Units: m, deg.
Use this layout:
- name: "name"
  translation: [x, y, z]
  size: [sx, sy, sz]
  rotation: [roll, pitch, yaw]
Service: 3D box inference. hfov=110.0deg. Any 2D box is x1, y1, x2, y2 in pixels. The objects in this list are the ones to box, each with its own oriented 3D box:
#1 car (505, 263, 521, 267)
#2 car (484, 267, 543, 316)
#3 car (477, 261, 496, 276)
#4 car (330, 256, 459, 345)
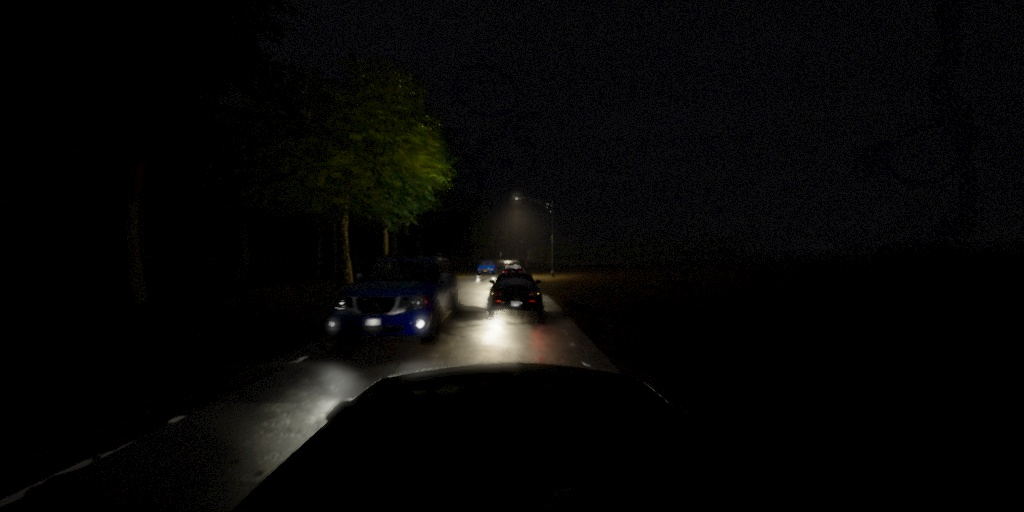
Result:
- name: "car"
  translation: [0.089, 1.368, 31.897]
  size: [2.033, 1.411, 5.357]
  rotation: [0, 0, 0]
- name: "car"
  translation: [0.115, 1.309, 13.336]
  size: [1.812, 1.442, 4.674]
  rotation: [0, 0, 0]
- name: "car"
  translation: [-2.766, 1.305, 39.727]
  size: [1.882, 1.535, 5.008]
  rotation: [0, 0, 0]
- name: "car"
  translation: [-2.813, 0.998, 9.966]
  size: [2.150, 2.045, 5.566]
  rotation: [0, 0, -1]
